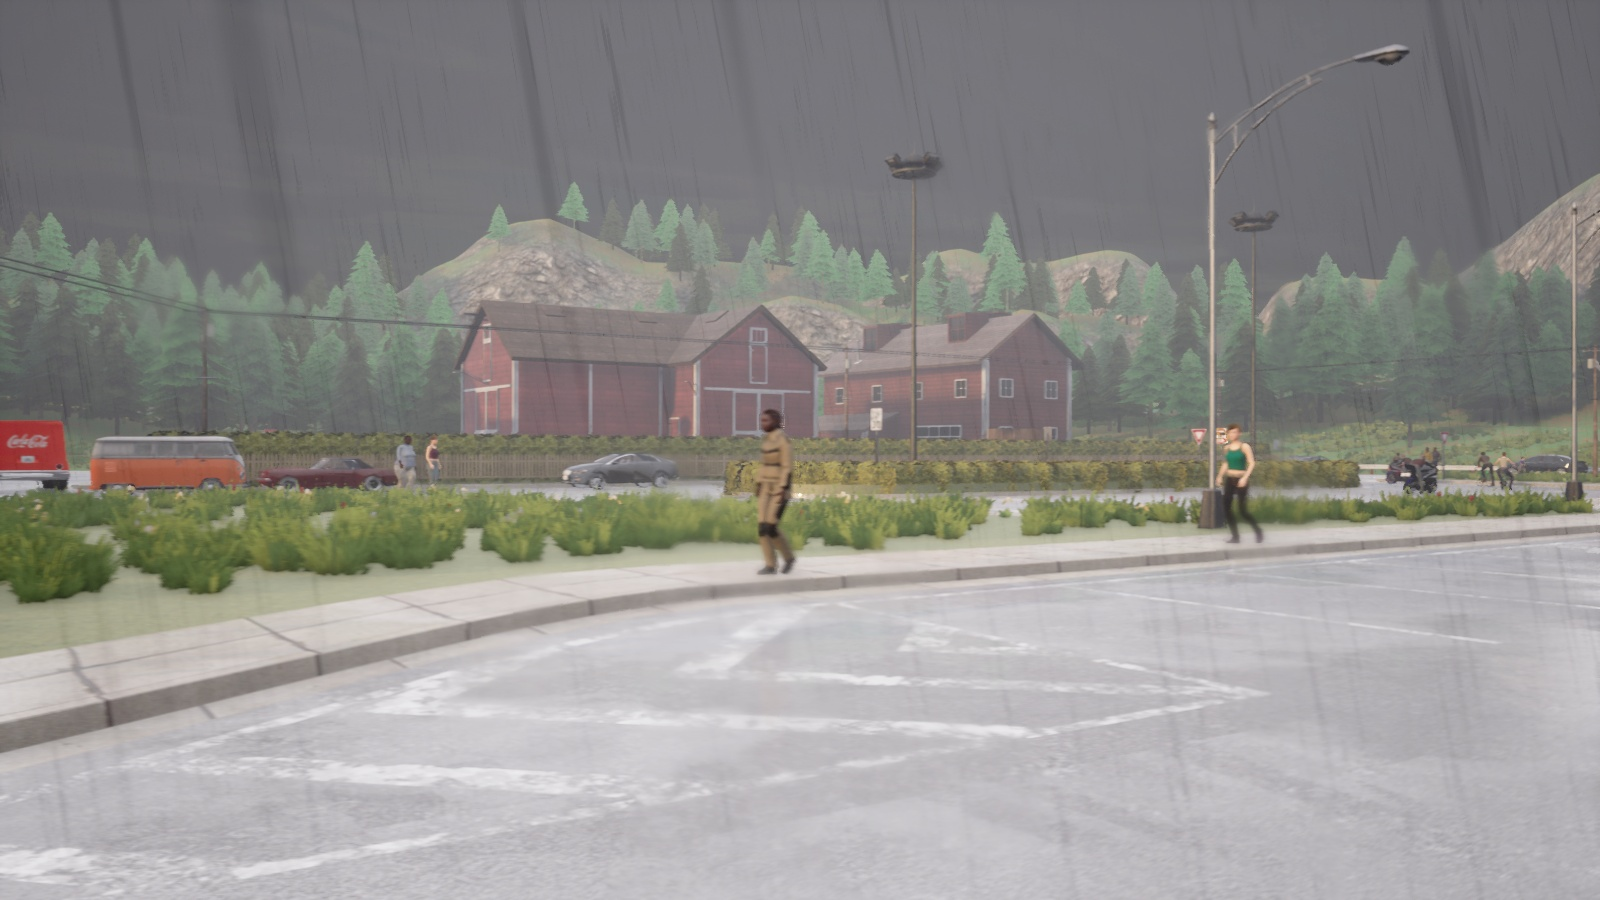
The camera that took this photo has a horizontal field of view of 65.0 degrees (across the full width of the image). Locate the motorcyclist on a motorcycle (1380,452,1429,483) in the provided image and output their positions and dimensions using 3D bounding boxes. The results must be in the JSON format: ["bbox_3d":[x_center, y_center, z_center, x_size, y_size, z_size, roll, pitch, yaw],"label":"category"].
[{"bbox_3d":[30.409,0.870,63.170,0.866,1.530,2.191,0,0,-24],"label":"motorcyclist on a motorcycle"}]

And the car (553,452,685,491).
[{"bbox_3d":[-7.382,0.842,51.449,4.902,1.511,2.128,0,0,-34],"label":"car"}]

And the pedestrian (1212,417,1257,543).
[{"bbox_3d":[6.427,0.432,18.583,0.594,1.836,0.345,0,0,-36],"label":"pedestrian"}]

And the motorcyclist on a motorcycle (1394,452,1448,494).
[{"bbox_3d":[23.347,0.846,47.205,2.191,1.530,0.866,0,0,-34],"label":"motorcyclist on a motorcycle"}]

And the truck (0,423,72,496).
[{"bbox_3d":[-27.541,0.321,44.508,2.627,2.467,5.204,0,0,-34],"label":"truck"}]

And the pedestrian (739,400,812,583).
[{"bbox_3d":[-0.264,0.434,13.616,0.692,1.930,0.396,0,0,-40],"label":"pedestrian"}]

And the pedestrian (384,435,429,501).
[{"bbox_3d":[-11.320,0.512,36.134,0.900,1.855,0.874,0,0,38],"label":"pedestrian"}]

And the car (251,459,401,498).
[{"bbox_3d":[-16.933,0.991,44.968,4.718,1.301,1.895,0,0,-34],"label":"car"}]

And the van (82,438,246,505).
[{"bbox_3d":[-19.711,0.635,39.130,4.442,1.987,1.775,0,0,-24],"label":"van"}]

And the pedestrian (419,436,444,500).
[{"bbox_3d":[-10.606,0.511,36.138,0.594,1.836,0.345,0,0,22],"label":"pedestrian"}]

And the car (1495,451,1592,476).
[{"bbox_3d":[46.849,0.845,79.216,1.837,1.490,4.892,0,0,-38],"label":"car"}]
